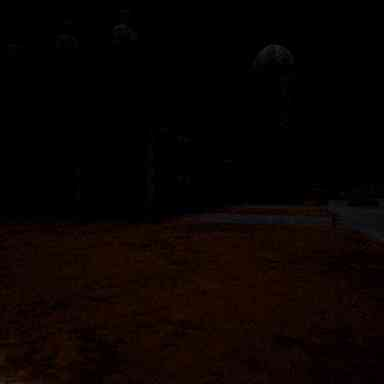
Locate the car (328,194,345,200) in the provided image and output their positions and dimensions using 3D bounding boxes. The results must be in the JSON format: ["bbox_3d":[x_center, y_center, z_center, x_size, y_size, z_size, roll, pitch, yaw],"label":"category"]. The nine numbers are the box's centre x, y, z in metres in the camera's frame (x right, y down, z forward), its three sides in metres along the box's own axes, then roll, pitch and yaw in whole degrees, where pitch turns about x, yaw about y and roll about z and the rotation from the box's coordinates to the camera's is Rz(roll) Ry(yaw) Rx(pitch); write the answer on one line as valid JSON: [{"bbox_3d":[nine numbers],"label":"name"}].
[{"bbox_3d":[36.540,1.274,82.232,3.988,1.617,1.851,1,0,19],"label":"car"}]

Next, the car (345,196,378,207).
[{"bbox_3d":[26.154,1.477,50.896,4.181,1.381,1.994,1,0,19],"label":"car"}]
